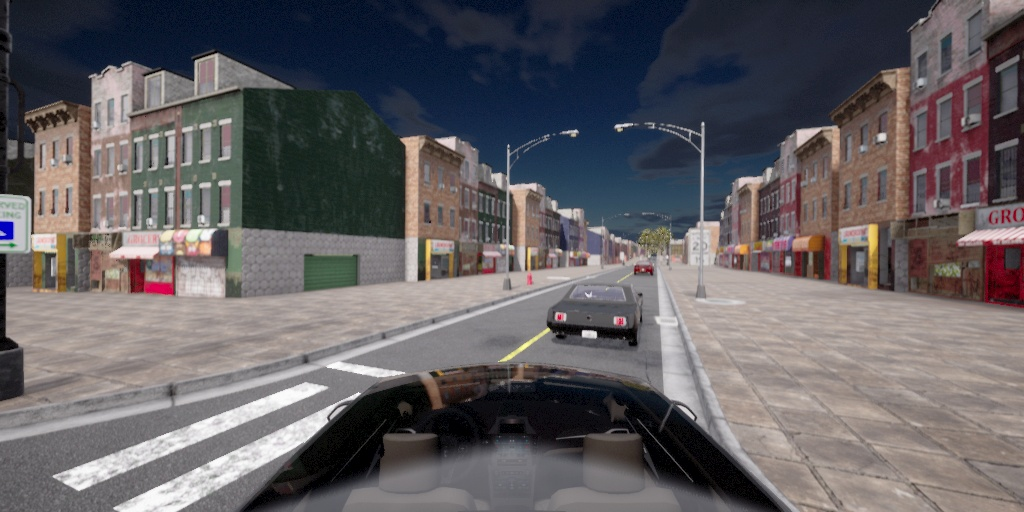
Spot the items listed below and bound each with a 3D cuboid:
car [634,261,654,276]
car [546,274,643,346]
[{"bbox_3d":[14.301,1.271,38.840,1.882,1.535,5.008,1,0,22],"label":"car"},{"bbox_3d":[2.431,1.320,9.441,1.895,1.301,4.718,1,0,22],"label":"car"}]
